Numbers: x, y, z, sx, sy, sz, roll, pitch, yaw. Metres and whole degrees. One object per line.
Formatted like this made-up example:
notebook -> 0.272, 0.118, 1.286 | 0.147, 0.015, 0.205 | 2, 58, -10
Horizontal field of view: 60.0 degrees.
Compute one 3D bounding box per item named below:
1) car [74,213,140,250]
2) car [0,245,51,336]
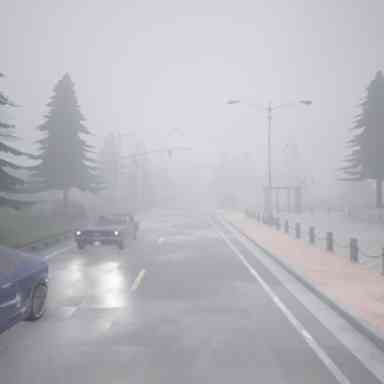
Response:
car -> -3.576, 1.644, 14.762 | 1.895, 1.301, 4.718 | 0, 0, 0
car -> -3.578, 1.539, 4.597 | 1.812, 1.442, 4.674 | 0, 0, 0
